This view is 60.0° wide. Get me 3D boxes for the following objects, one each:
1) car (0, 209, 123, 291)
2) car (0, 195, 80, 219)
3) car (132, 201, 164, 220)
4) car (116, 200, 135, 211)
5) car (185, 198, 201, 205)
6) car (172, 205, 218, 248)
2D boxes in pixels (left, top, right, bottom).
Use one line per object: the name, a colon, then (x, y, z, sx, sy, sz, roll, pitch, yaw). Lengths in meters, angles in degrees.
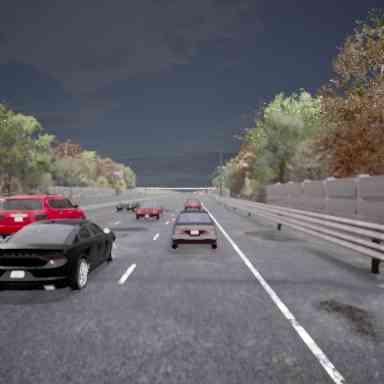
car: (-3.401, 1.448, 8.958, 1.882, 1.535, 5.008, 0, 0, 0)
car: (-6.906, 1.173, 15.940, 2.150, 2.045, 5.566, 0, 0, 0)
car: (-3.403, 1.526, 27.436, 1.895, 1.301, 4.718, 0, 0, 0)
car: (-6.905, 1.507, 36.430, 1.895, 1.301, 4.718, 0, 0, 0)
car: (0.092, 1.460, 41.824, 1.994, 1.385, 4.181, 0, 0, 0)
car: (0.097, 1.502, 14.549, 2.033, 1.411, 5.357, 0, 0, 0)
